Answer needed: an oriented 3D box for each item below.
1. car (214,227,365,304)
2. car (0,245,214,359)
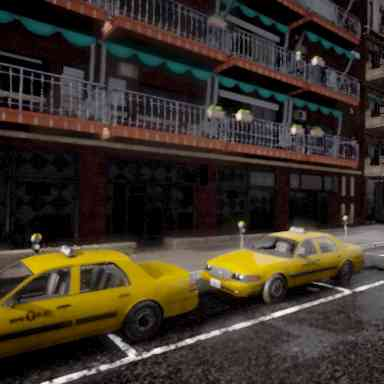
[{"bbox_3d":[2.457,1.593,8.299,4.829,1.417,1.752,1,1,-35],"label":"car"},{"bbox_3d":[-2.152,1.536,5.011,4.829,1.417,1.752,1,1,-35],"label":"car"}]
